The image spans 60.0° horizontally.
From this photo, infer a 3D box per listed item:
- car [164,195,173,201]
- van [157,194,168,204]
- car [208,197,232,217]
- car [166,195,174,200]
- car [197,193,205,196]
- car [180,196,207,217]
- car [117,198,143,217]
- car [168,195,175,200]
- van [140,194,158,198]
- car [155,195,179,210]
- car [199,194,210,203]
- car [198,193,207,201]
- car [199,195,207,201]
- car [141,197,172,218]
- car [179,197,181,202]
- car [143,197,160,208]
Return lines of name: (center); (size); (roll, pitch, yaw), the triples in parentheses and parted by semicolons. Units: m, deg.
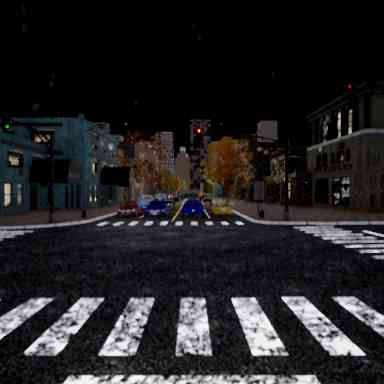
car: (-5.688, 1.463, 80.534); (1.947, 1.339, 4.313); (0, 0, 0)
van: (-5.690, 1.260, 63.895); (1.690, 1.788, 3.998); (0, 0, 0)
car: (2.690, 1.487, 30.788); (1.752, 1.417, 4.829); (-1, 0, 0)
car: (-5.688, 1.434, 86.081); (1.887, 1.381, 4.507); (0, 0, 0)
car: (2.692, 1.470, 74.988); (1.947, 1.339, 4.313); (-1, 0, 0)
car: (0.101, 1.439, 30.794); (1.882, 1.535, 5.008); (0, 0, 0)
car: (-5.690, 1.544, 30.618); (1.802, 1.307, 4.206); (0, 0, 0)
car: (-5.688, 1.464, 91.627); (1.802, 1.307, 4.206); (0, 0, 0)
van: (-5.691, 1.289, 41.710); (1.690, 1.788, 3.998); (0, 0, 0)
car: (-3.093, 1.438, 41.803); (2.128, 1.511, 4.902); (0, 0, 0)
car: (2.692, 1.477, 58.349); (2.008, 1.369, 4.403); (-1, 0, 0)
car: (2.691, 1.205, 86.080); (2.192, 1.841, 5.009); (-1, 0, 0)
car: (2.693, 1.442, 80.535); (1.887, 1.381, 4.507); (-1, 0, 0)
car: (-3.115, 1.489, 29.872); (1.812, 1.442, 4.674); (0, 0, 0)
car: (-3.006, 1.483, 64.201); (1.994, 1.385, 4.181); (0, 0, 1)
car: (-5.690, 1.485, 47.257); (1.887, 1.381, 4.507); (0, 0, 0)
